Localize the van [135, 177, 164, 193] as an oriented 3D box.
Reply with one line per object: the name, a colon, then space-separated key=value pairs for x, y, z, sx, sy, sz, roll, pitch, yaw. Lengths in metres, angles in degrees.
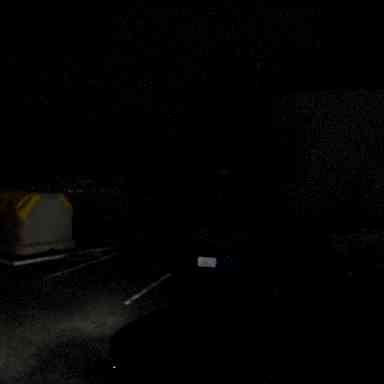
van: x=-6.641 y=-0.971 z=54.014 sx=4.442 sy=1.987 sz=1.878 roll=5 pitch=7 yaw=36

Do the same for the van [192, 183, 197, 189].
van: x=-1.847 y=-1.305 z=57.464 sx=4.442 sy=1.987 sz=1.878 roll=5 pitch=8 yaw=36

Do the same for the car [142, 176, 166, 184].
car: x=-8.445 y=-2.659 z=73.826 sx=5.008 sy=1.535 sz=2.097 roll=3 pitch=6 yaw=34

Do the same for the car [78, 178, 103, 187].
car: x=-20.421 y=-1.803 z=65.254 sx=4.674 sy=1.452 sz=2.002 roll=3 pitch=5 yaw=34

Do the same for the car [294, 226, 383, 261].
car: x=3.344 y=1.467 z=7.058 sx=2.231 sy=1.521 sz=4.892 roll=1 pitch=0 yaw=16

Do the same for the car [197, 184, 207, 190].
car: x=0.721 y=-1.359 z=59.091 sx=4.553 sy=1.767 sz=2.185 roll=5 pitch=7 yaw=36

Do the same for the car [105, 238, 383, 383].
car: x=1.495 y=1.479 z=2.370 sx=5.008 sy=1.535 sz=1.882 roll=1 pitch=1 yaw=36

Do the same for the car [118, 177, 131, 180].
car: x=-15.609 y=-2.293 z=68.651 sx=4.553 sy=1.767 sz=2.185 roll=3 pitch=6 yaw=34

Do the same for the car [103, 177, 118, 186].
car: x=-18.000 y=-1.976 z=66.955 sx=4.792 sy=1.488 sz=2.163 roll=3 pitch=6 yaw=34

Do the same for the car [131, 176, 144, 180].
car: x=-13.261 y=-2.304 z=70.413 sx=4.792 sy=1.488 sz=2.163 roll=3 pitch=6 yaw=34

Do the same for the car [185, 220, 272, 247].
car: x=0.971 y=1.463 z=8.839 sx=2.163 sy=1.488 sz=4.792 roll=1 pitch=0 yaw=17

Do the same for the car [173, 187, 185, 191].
car: x=-4.269 y=-1.165 z=55.750 sx=5.566 sy=2.045 sz=2.435 roll=5 pitch=8 yaw=36

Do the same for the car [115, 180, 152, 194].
car: x=-9.233 y=-0.596 z=52.450 sx=5.008 sy=1.535 sz=2.097 roll=5 pitch=7 yaw=36

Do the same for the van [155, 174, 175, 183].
van: x=-6.148 y=-3.050 z=75.572 sx=4.442 sy=1.987 sz=1.878 roll=3 pitch=6 yaw=34
